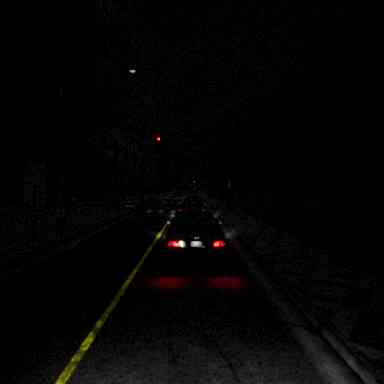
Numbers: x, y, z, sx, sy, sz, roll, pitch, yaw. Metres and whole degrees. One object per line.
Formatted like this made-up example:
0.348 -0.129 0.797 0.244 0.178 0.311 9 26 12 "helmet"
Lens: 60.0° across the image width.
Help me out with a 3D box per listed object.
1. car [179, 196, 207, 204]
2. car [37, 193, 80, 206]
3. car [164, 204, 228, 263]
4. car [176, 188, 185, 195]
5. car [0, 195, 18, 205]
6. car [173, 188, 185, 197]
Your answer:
0.032 1.182 21.652 1.994 1.385 4.181 0 1 1 "car"
-13.543 0.763 33.866 4.097 1.590 1.967 0 0 -1 "car"
0.089 1.347 11.162 2.033 1.411 5.357 0 1 0 "car"
-2.999 -0.117 87.389 2.097 1.767 4.553 0 1 0 "car"
-24.495 0.983 42.374 4.206 1.307 1.802 0 0 0 "car"
-2.999 0.417 70.926 2.033 1.411 5.357 0 1 0 "car"
